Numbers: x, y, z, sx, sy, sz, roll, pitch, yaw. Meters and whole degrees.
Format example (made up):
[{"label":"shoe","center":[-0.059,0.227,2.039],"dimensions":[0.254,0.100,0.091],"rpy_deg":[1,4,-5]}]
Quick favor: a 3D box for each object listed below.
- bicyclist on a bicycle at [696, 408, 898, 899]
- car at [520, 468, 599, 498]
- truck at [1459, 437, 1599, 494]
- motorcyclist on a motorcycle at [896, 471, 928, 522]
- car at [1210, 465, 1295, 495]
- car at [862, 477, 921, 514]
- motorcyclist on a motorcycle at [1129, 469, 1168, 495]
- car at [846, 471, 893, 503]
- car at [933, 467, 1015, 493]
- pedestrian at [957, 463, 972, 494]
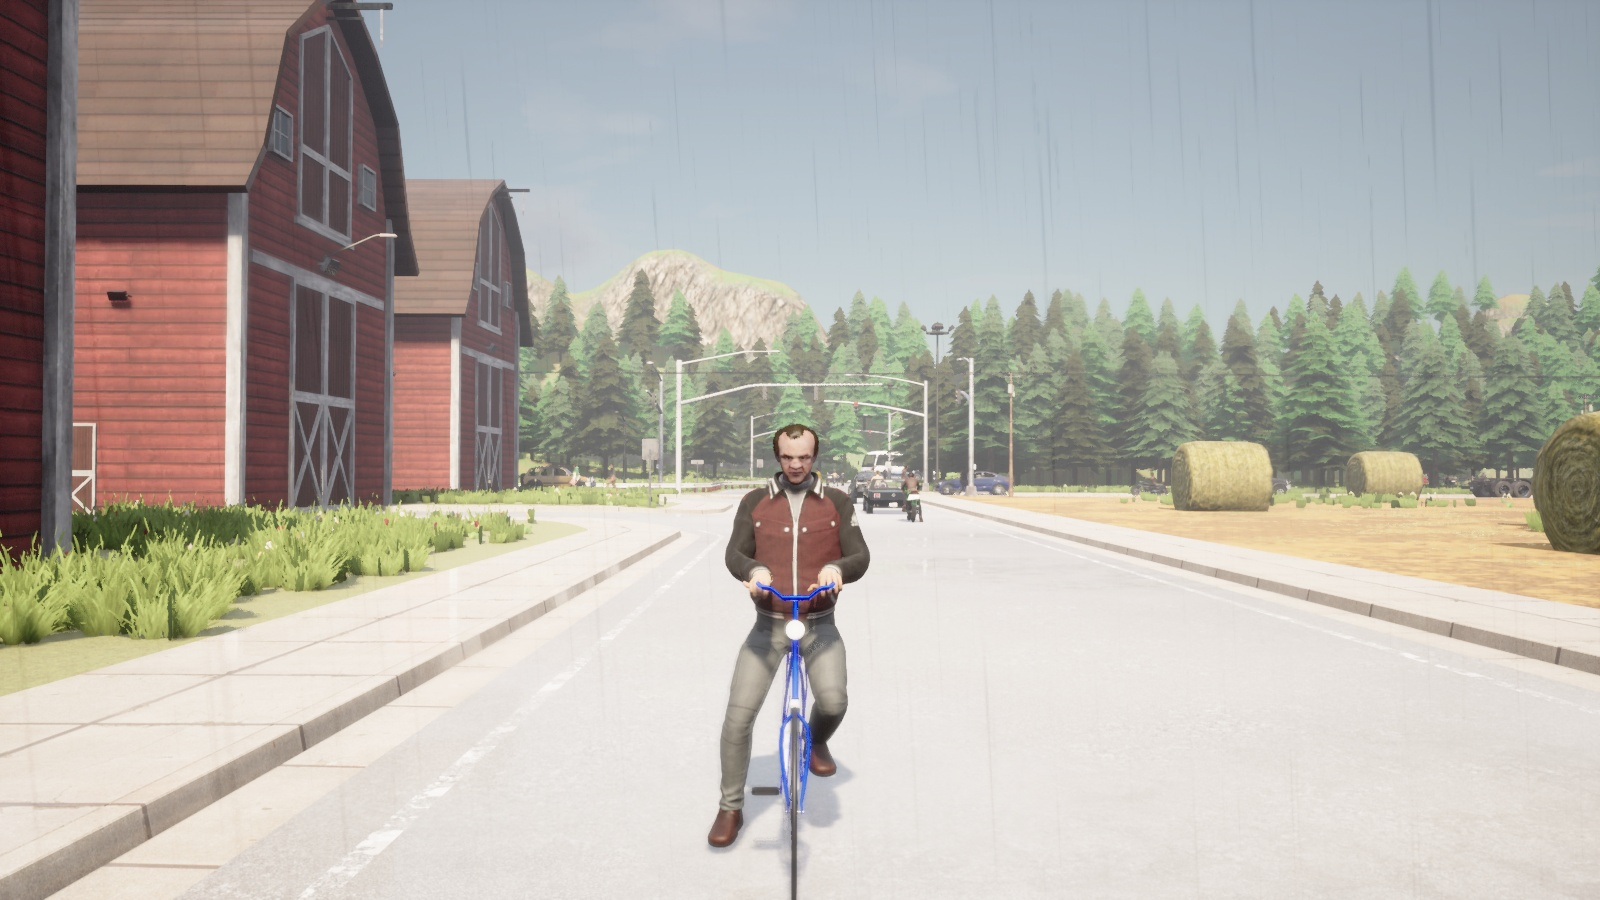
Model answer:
[{"label":"bicyclist on a bicycle","center":[-0.013,0.770,5.071],"dimensions":[0.659,1.776,1.843],"rpy_deg":[0,-1,0]},{"label":"car","center":[-15.095,2.041,78.929],"dimensions":[4.605,1.855,1.932],"rpy_deg":[0,-1,1]},{"label":"truck","center":[45.701,0.983,77.990],"dimensions":[7.936,3.462,2.891],"rpy_deg":[0,-1,1]},{"label":"motorcyclist on a motorcycle","center":[3.412,1.405,38.440],"dimensions":[0.797,1.523,2.044],"rpy_deg":[0,-1,0]},{"label":"car","center":[28.141,1.856,78.252],"dimensions":[4.605,1.855,1.932],"rpy_deg":[0,-1,1]},{"label":"car","center":[3.386,1.696,47.437],"dimensions":[1.895,1.301,4.718],"rpy_deg":[0,-1,0]},{"label":"motorcyclist on a motorcycle","center":[22.706,2.072,81.834],"dimensions":[2.350,1.649,0.766],"rpy_deg":[0,-1,1]},{"label":"car","center":[3.355,1.770,61.217],"dimensions":[2.007,1.525,4.514],"rpy_deg":[0,-1,0]},{"label":"car","center":[11.318,1.948,82.016],"dimensions":[5.027,1.651,2.152],"rpy_deg":[0,-1,1]},{"label":"pedestrian","center":[9.836,1.707,75.180],"dimensions":[0.899,1.844,0.634],"rpy_deg":[0,-1,6]}]
